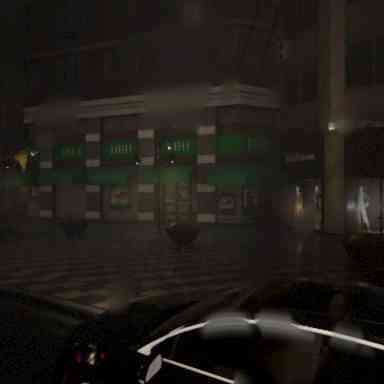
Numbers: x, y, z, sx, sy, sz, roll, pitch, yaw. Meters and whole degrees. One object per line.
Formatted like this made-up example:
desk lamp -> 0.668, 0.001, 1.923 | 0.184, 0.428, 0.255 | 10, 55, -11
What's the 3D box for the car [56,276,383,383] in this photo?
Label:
car -> 0.863, 1.503, 2.669 | 4.892, 1.490, 1.837 | 0, 0, 36
